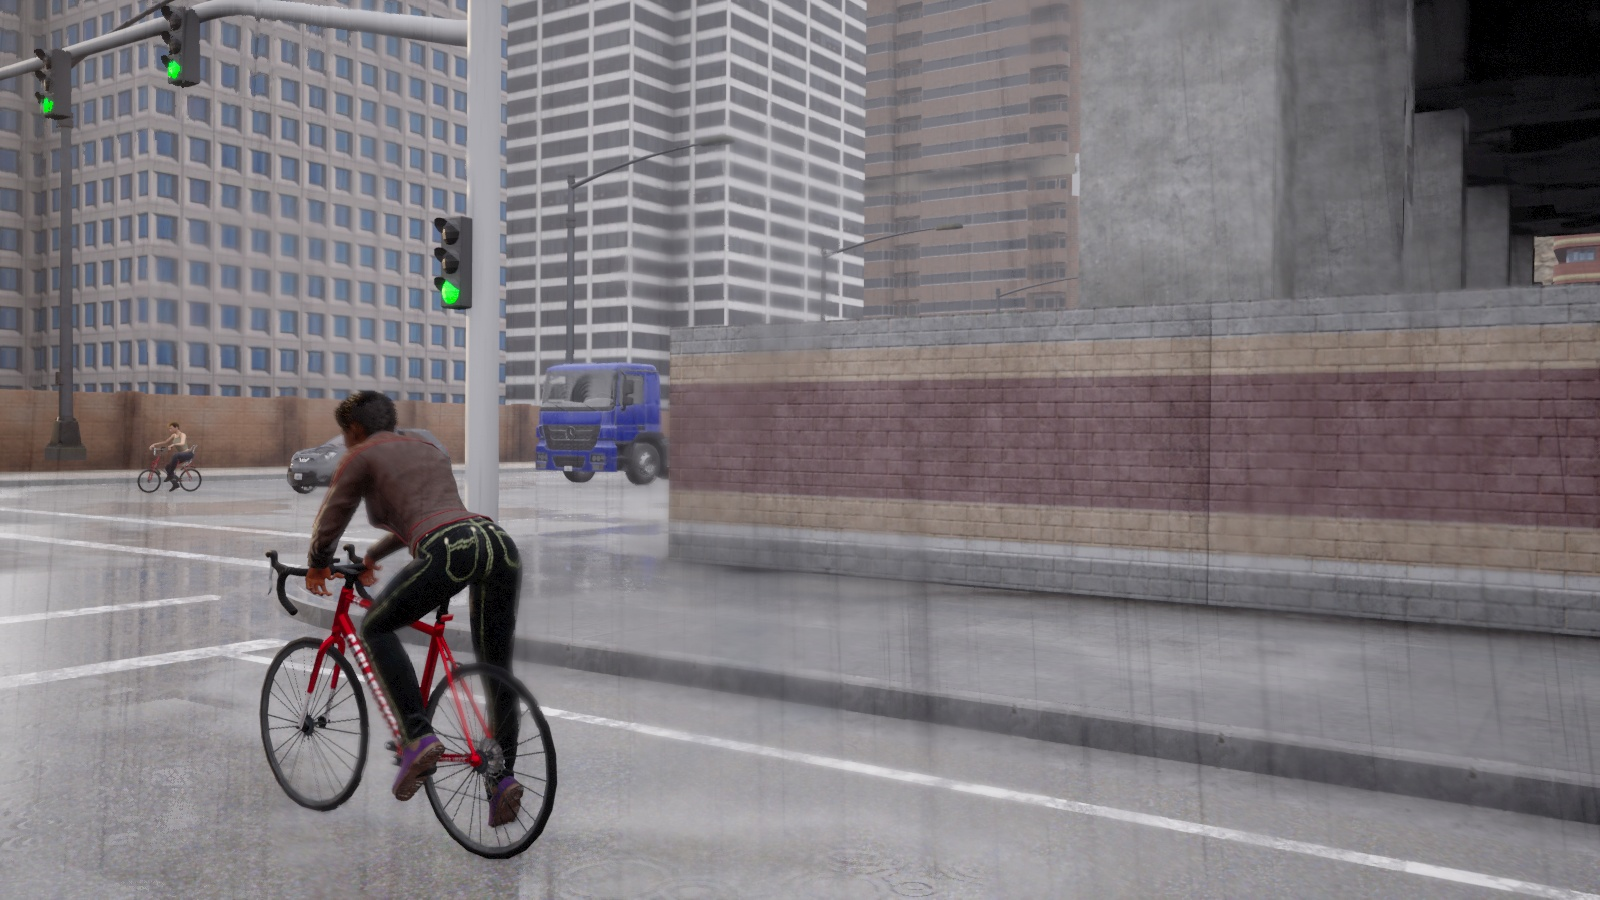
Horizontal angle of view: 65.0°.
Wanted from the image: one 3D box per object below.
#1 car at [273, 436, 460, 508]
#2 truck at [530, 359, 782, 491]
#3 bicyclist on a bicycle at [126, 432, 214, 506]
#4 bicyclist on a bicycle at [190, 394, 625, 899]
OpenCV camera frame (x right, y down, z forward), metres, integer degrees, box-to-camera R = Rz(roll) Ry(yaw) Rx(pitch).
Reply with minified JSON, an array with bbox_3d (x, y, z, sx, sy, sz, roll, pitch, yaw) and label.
[{"bbox_3d":[-9.798,0.444,28.592,1.845,1.501,3.633,0,1,34],"label":"car"},{"bbox_3d":[-4.016,-0.721,37.134,2.891,3.462,7.936,0,1,34],"label":"truck"},{"bbox_3d":[-14.201,0.410,28.329,0.866,1.612,1.509,0,1,34],"label":"bicyclist on a bicycle"},{"bbox_3d":[-1.472,0.635,4.599,1.656,1.620,0.582,0,1,34],"label":"bicyclist on a bicycle"}]
